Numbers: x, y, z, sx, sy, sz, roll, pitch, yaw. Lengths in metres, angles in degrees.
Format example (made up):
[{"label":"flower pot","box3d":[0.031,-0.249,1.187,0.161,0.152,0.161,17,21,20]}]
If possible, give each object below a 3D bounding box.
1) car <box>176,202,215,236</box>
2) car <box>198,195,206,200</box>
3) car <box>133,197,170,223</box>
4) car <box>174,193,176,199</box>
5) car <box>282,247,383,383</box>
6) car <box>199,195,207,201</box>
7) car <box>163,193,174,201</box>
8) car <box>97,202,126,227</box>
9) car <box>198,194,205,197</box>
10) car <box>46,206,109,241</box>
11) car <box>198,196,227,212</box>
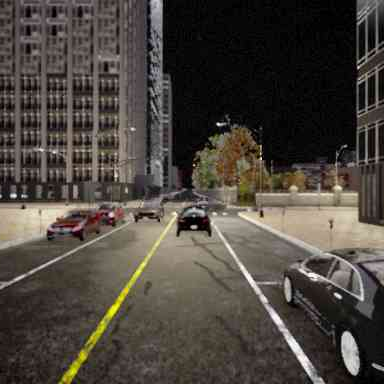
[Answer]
[{"label":"car","box3d":[0.088,1.520,18.426,1.812,1.442,4.674,0,0,-1]},{"label":"car","box3d":[2.643,1.428,88.000,2.008,1.369,4.403,0,0,0]},{"label":"car","box3d":[-3.014,1.333,24.508,2.033,1.411,5.357,0,0,0]},{"label":"car","box3d":[-5.885,1.301,93.503,1.967,1.590,4.097,0,0,0]},{"label":"car","box3d":[2.688,1.552,5.219,2.008,1.369,4.403,0,0,0]},{"label":"car","box3d":[2.646,1.435,82.440,1.887,1.381,4.507,0,0,0]},{"label":"car","box3d":[-5.877,1.467,76.819,1.947,1.339,4.313,0,0,0]},{"label":"car","box3d":[-5.702,1.429,22.296,1.967,1.590,4.097,0,0,0]},{"label":"car","box3d":[2.713,1.476,71.325,1.947,1.339,4.313,0,0,0]},{"label":"car","box3d":[-5.699,1.577,16.604,1.802,1.307,4.206,0,0,0]},{"label":"car","box3d":[1.910,1.513,35.780,2.033,1.411,5.357,0,0,31]}]
